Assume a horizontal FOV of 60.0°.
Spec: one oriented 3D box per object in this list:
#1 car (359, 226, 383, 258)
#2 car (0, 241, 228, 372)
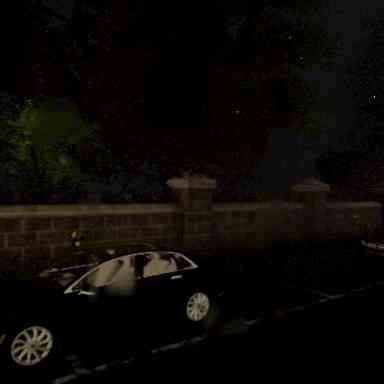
[{"bbox_3d":[7.797,1.731,12.123,4.206,1.307,1.802,1,-1,-36],"label":"car"},{"bbox_3d":[-1.372,1.573,5.582,4.403,1.369,2.008,1,0,-36],"label":"car"}]
